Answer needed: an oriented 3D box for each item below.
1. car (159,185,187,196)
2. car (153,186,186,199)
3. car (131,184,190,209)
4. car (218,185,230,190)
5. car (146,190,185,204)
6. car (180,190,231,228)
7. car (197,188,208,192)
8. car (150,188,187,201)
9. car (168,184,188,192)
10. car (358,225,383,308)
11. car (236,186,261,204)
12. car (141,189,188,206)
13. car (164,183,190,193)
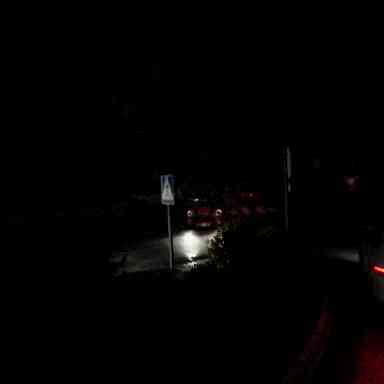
[{"bbox_3d":[-3.509,-0.248,61.774,4.553,1.767,2.185,-4,2,-20],"label":"car"},{"bbox_3d":[-3.586,0.078,52.761,4.553,1.767,2.185,-4,2,-20],"label":"car"},{"bbox_3d":[-3.562,0.600,34.728,5.566,2.045,2.435,-4,2,-20],"label":"car"},{"bbox_3d":[5.888,-0.527,61.881,1.837,1.490,4.892,-3,2,0],"label":"car"},{"bbox_3d":[-3.549,0.565,43.767,4.674,1.452,2.002,-4,2,-20],"label":"car"},{"bbox_3d":[1.079,1.049,19.793,2.097,1.767,4.553,-2,2,13],"label":"car"},{"bbox_3d":[1.738,0.110,50.434,2.033,1.411,5.357,-3,2,0],"label":"car"},{"bbox_3d":[-3.540,0.309,49.765,5.008,1.535,2.097,-4,2,-20],"label":"car"},{"bbox_3d":[-3.530,-0.966,82.767,4.553,1.767,2.185,-4,2,-20],"label":"car"},{"bbox_3d":[4.720,1.419,7.178,1.812,1.442,4.674,-2,1,26],"label":"car"},{"bbox_3d":[5.942,0.261,35.547,2.097,1.767,4.553,-3,2,0],"label":"car"},{"bbox_3d":[-3.366,0.617,40.826,5.366,1.575,1.946,-4,2,-20],"label":"car"},{"bbox_3d":[-3.503,-0.893,76.791,5.566,2.045,2.435,-4,2,-20],"label":"car"}]
